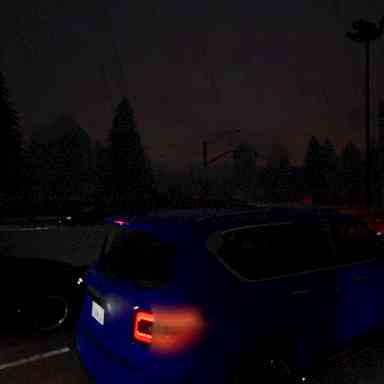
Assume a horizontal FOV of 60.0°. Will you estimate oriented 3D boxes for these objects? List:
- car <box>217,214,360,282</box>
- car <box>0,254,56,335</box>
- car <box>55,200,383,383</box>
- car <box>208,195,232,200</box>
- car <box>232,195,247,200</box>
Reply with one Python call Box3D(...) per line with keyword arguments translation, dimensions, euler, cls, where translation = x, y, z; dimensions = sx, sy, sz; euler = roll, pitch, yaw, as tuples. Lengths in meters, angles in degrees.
Box3D(translation=(3.034, 1.514, 10.178), dimensions=(4.181, 1.385, 1.994), euler=(-1, 0, -34), cls="car")
Box3D(translation=(-3.813, 1.564, 5.318), dimensions=(4.181, 1.385, 1.994), euler=(0, 0, -36), cls="car")
Box3D(translation=(1.312, 1.205, 4.663), dimensions=(5.566, 2.045, 2.150), euler=(-1, 0, -35), cls="car")
Box3D(translation=(3.392, 1.347, 48.701), dimensions=(1.994, 1.385, 4.181), euler=(-1, 0, -35), cls="car")
Box3D(translation=(6.373, 1.235, 50.544), dimensions=(1.882, 1.535, 5.008), euler=(-1, 0, -35), cls="car")
